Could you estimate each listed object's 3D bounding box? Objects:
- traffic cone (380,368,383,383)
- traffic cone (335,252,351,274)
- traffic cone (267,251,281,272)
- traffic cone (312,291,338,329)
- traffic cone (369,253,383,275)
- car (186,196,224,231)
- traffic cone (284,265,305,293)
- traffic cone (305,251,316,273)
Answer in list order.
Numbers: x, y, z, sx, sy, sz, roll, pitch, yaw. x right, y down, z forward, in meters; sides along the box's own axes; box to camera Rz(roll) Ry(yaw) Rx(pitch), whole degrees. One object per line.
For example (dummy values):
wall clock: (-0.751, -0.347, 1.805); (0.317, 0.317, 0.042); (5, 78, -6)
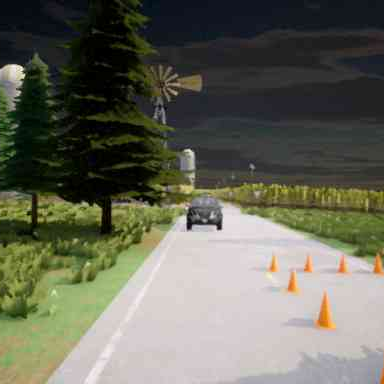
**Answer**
traffic cone: (2.244, 2.004, 3.738); (0.340, 0.580, 0.340); (1, 0, 1)
traffic cone: (4.394, 2.053, 9.686); (0.340, 0.580, 0.340); (1, 0, 1)
traffic cone: (2.395, 2.016, 9.736); (0.340, 0.580, 0.340); (1, 0, 1)
traffic cone: (2.294, 2.008, 5.738); (0.340, 0.580, 0.340); (1, 0, 1)
traffic cone: (5.394, 2.072, 9.660); (0.340, 0.580, 0.340); (1, 0, 1)
car: (0.800, 1.274, 21.405); (2.150, 2.045, 5.566); (1, 0, 2)
traffic cone: (2.345, 2.012, 7.737); (0.340, 0.580, 0.340); (1, 0, 1)
traffic cone: (3.395, 2.035, 9.711); (0.340, 0.580, 0.340); (1, 0, 1)
